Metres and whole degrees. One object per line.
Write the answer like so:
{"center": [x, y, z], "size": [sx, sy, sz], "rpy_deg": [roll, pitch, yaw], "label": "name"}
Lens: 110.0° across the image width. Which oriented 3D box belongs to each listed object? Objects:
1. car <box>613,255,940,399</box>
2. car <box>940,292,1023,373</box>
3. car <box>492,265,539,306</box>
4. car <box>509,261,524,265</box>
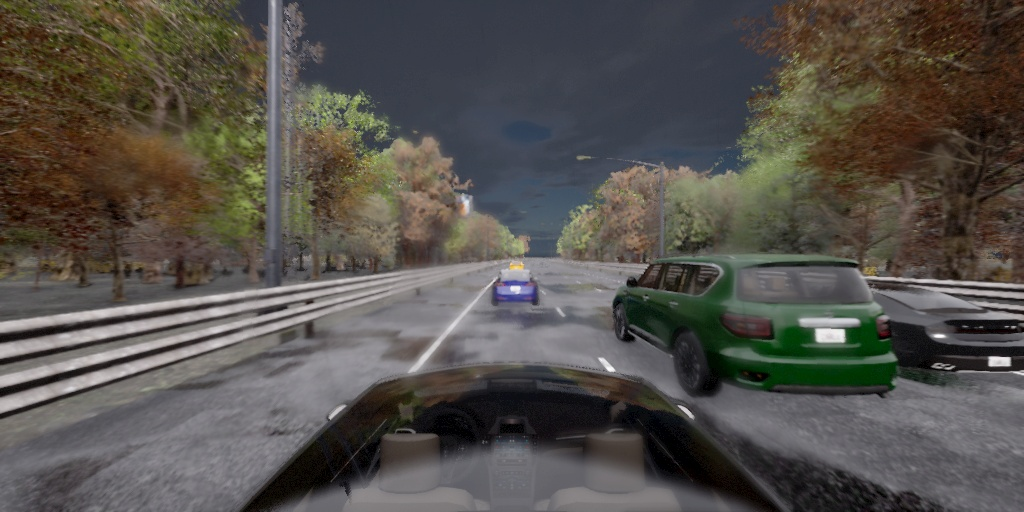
{"center": [3.600, 1.002, 6.723], "size": [2.150, 2.045, 5.566], "rpy_deg": [0, 0, 0], "label": "car"}
{"center": [7.110, 1.293, 7.647], "size": [1.837, 1.490, 4.892], "rpy_deg": [0, 0, 0], "label": "car"}
{"center": [0.155, 1.333, 16.378], "size": [2.163, 1.488, 4.792], "rpy_deg": [0, 0, 0], "label": "car"}
{"center": [0.641, 1.484, 49.339], "size": [1.882, 1.535, 5.008], "rpy_deg": [0, 0, 1], "label": "car"}
